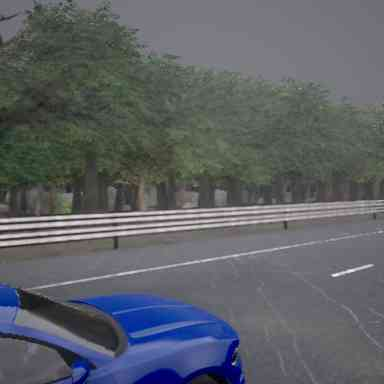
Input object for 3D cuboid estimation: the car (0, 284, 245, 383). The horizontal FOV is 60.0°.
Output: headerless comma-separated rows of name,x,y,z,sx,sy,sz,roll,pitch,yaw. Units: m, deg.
car,-1.799,1.479,2.464,5.008,1.535,1.882,-1,0,-35
